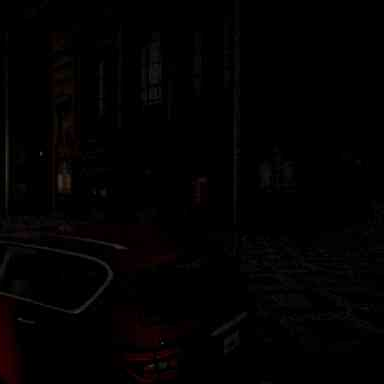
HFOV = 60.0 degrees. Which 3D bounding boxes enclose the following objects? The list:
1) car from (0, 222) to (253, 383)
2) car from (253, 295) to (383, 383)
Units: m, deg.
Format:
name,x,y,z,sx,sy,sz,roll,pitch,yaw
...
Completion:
name,x,y,z,sx,sy,sz,roll,pitch,yaw
car,-1.616,1.315,4.120,5.009,1.841,2.192,0,0,36
car,2.949,1.315,0.860,5.009,1.841,2.192,0,0,36
